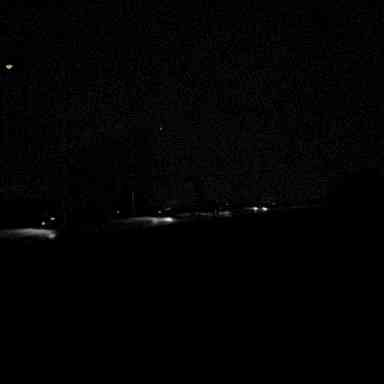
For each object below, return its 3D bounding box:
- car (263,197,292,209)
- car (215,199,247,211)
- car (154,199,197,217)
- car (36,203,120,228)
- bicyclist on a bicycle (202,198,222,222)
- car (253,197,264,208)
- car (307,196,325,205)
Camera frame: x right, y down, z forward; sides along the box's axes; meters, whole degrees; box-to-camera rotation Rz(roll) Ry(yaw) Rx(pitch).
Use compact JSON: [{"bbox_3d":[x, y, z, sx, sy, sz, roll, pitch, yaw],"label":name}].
[{"bbox_3d":[11.144,1.382,42.193,1.994,1.385,4.181,-1,-1,35],"label":"car"},{"bbox_3d":[4.409,1.444,37.743,1.895,1.301,4.718,-1,0,35],"label":"car"},{"bbox_3d":[-1.360,1.383,29.591,1.812,1.442,4.674,-1,0,35],"label":"car"},{"bbox_3d":[-7.093,1.427,21.418,2.033,1.411,5.357,-1,0,34],"label":"car"},{"bbox_3d":[1.378,1.274,23.092,1.656,1.620,0.582,0,0,35],"label":"bicyclist on a bicycle"},{"bbox_3d":[10.238,1.387,45.934,1.812,1.442,4.674,-1,-1,36],"label":"car"},{"bbox_3d":[20.865,1.388,55.972,1.882,1.535,5.008,-1,-1,35],"label":"car"}]
